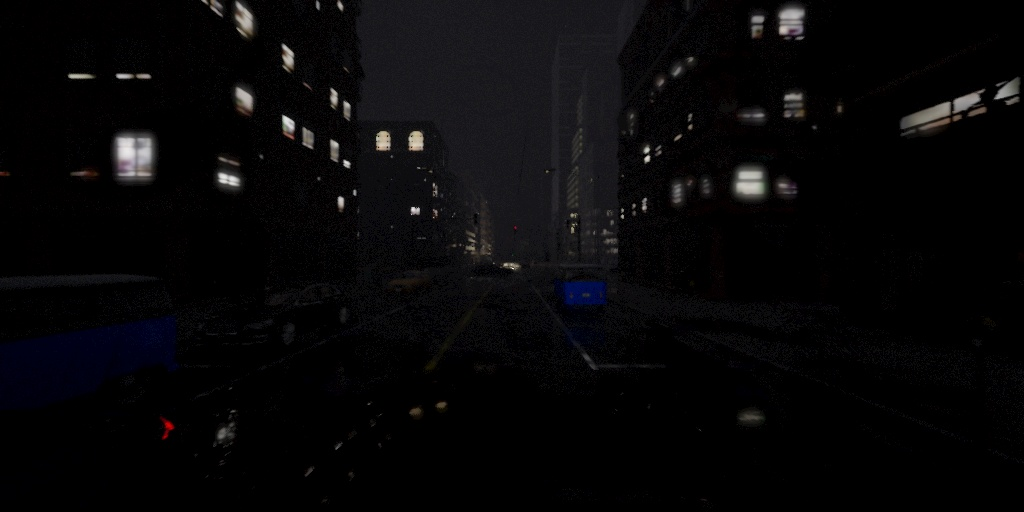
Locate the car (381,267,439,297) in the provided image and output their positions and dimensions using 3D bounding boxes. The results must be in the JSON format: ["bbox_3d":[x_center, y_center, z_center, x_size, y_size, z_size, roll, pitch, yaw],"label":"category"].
[{"bbox_3d":[-5.688,1.421,20.344,1.751,1.417,4.829,0,0,0],"label":"car"}]

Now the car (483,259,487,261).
[{"bbox_3d":[-5.681,1.790,64.243,1.888,1.381,4.507,0,0,0],"label":"car"}]

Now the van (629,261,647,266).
[{"bbox_3d":[14.694,1.401,37.830,3.998,1.789,1.690,0,0,0],"label":"van"}]

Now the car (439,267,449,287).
[{"bbox_3d":[-5.688,1.490,26.178,2.007,1.370,4.403,0,0,0],"label":"car"}]

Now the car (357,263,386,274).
[{"bbox_3d":[-17.876,1.600,46.162,4.829,1.417,1.751,0,0,0],"label":"car"}]

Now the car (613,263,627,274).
[{"bbox_3d":[14.683,1.568,46.211,4.313,1.339,1.948,0,0,0],"label":"car"}]

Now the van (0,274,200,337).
[{"bbox_3d":[-5.691,1.105,3.523,1.690,1.789,3.998,0,0,0],"label":"van"}]

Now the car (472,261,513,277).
[{"bbox_3d":[-2.171,1.620,40.491,4.674,1.442,1.812,0,0,0],"label":"car"}]

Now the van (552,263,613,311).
[{"bbox_3d":[2.691,1.191,14.813,1.690,1.789,3.998,0,0,0],"label":"van"}]

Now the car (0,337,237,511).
[{"bbox_3d":[-3.101,1.306,0.617,1.994,1.385,4.181,0,0,0],"label":"car"}]

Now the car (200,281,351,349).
[{"bbox_3d":[-5.690,1.358,9.186,2.007,1.370,4.403,0,0,0],"label":"car"}]
